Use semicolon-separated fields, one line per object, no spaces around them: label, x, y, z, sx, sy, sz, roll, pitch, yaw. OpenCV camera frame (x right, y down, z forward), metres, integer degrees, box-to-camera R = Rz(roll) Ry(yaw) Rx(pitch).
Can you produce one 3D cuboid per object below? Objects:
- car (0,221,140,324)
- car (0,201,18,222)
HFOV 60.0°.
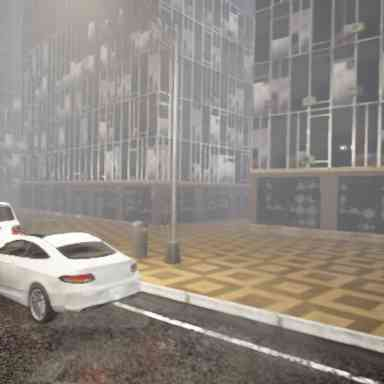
car;-3.109;1.575;7.243;4.674;1.442;1.812;0;-1;38
car;-7.664;1.287;10.967;5.566;2.045;2.150;0;-1;40
